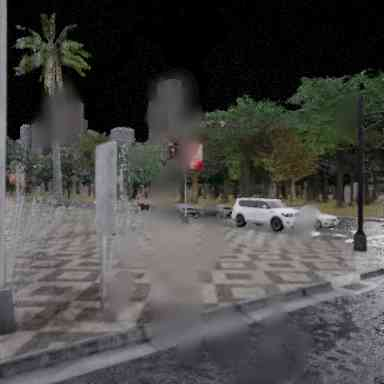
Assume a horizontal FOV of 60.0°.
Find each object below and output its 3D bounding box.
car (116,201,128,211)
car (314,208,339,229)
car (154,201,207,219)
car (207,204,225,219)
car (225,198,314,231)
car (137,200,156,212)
[{"bbox_3d":[-10.339,1.808,44.356,1.895,1.301,4.718,1,0,-37],"label":"car"},{"bbox_3d":[8.253,1.793,24.094,1.812,1.442,4.674,1,0,-34],"label":"car"},{"bbox_3d":[-1.209,1.777,31.856,2.033,1.411,5.357,1,0,-35],"label":"car"},{"bbox_3d":[2.568,1.822,32.124,1.994,1.385,4.181,1,0,-36],"label":"car"},{"bbox_3d":[5.141,1.461,22.886,2.150,2.045,5.566,1,0,-35],"label":"car"},{"bbox_3d":[-5.325,1.720,43.062,1.882,1.535,5.008,1,0,-37],"label":"car"}]
